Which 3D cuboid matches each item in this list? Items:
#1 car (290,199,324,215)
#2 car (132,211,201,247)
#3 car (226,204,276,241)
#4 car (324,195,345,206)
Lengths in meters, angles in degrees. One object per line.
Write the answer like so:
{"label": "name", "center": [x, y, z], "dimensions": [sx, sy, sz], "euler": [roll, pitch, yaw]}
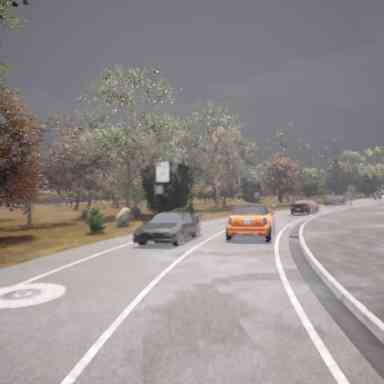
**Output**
{"label": "car", "center": [11.700, 1.486, 34.307], "dimensions": [1.882, 1.535, 5.008], "euler": [-4, -2, 35]}
{"label": "car", "center": [-0.959, 1.645, 15.894], "dimensions": [2.033, 1.411, 5.357], "euler": [-1, -1, 15]}
{"label": "car", "center": [3.105, 1.391, 17.063], "dimensions": [2.097, 1.767, 4.553], "euler": [-1, 0, 17]}
{"label": "car", "center": [21.588, 1.310, 50.518], "dimensions": [4.892, 1.490, 1.837], "euler": [-4, -1, -44]}
